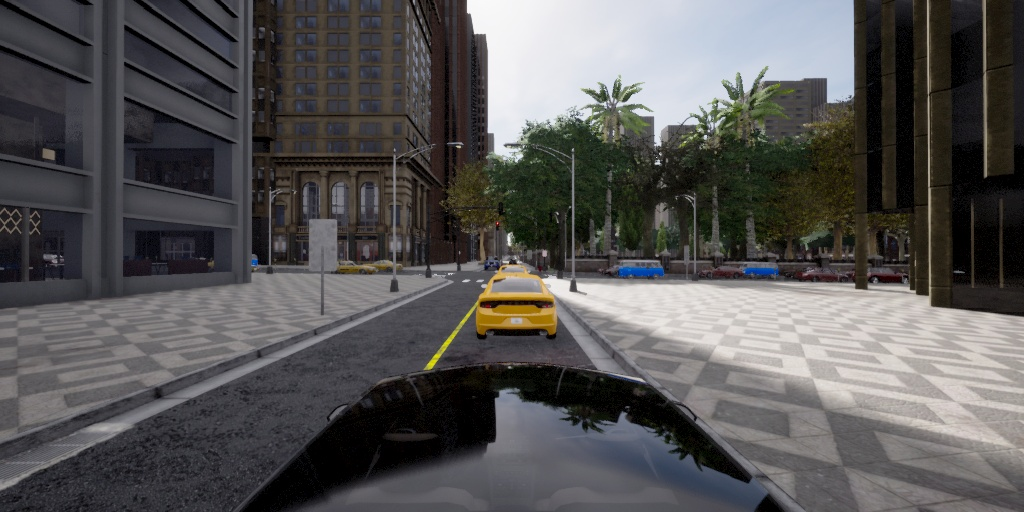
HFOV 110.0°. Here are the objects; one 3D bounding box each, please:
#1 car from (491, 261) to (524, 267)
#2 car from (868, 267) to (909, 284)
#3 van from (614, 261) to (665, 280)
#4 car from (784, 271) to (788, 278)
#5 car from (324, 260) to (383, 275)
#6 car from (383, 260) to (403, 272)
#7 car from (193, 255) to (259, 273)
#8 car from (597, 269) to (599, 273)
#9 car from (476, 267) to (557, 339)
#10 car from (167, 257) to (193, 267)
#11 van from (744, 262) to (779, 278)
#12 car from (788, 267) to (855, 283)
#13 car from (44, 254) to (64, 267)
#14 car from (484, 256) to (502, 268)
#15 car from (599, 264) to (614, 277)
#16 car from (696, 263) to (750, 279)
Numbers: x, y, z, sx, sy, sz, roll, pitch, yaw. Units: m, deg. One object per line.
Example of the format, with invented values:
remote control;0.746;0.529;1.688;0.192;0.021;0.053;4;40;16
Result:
car;0.043;1.235;20.177;1.882;1.535;5.008;0;0;0
car;34.037;1.778;33.027;4.097;1.591;1.967;0;0;0
van;11.943;1.315;33.165;3.998;1.789;1.690;0;0;0
car;33.047;1.903;38.889;5.357;1.411;2.033;1;0;1
car;-14.974;1.053;33.333;4.829;1.417;1.751;0;0;0
car;-15.270;1.102;41.860;4.829;1.417;1.751;0;0;0
car;-26.314;0.868;33.404;4.829;1.417;1.751;0;0;0
car;11.985;1.605;41.690;4.207;1.307;1.802;0;0;0
car;0.112;1.230;10.116;1.882;1.535;5.008;0;0;0
car;-37.780;0.775;42.001;4.313;1.339;1.948;0;0;0
van;28.555;1.637;41.587;3.998;1.789;1.690;0;0;0
car;28.513;1.830;33.061;4.207;1.307;1.802;0;0;0
car;-43.496;0.509;33.511;4.097;1.591;1.967;0;0;0
car;-2.973;1.036;54.571;2.150;2.045;5.566;0;0;0
car;12.644;1.567;39.025;5.357;1.411;2.033;1;0;0
car;22.603;1.709;38.963;4.674;1.442;1.812;1;0;0
